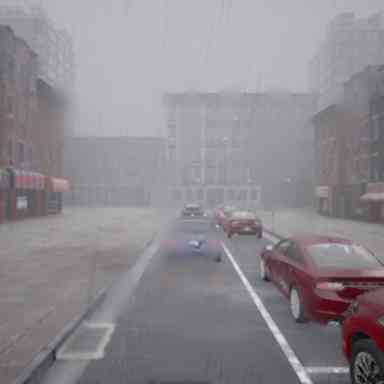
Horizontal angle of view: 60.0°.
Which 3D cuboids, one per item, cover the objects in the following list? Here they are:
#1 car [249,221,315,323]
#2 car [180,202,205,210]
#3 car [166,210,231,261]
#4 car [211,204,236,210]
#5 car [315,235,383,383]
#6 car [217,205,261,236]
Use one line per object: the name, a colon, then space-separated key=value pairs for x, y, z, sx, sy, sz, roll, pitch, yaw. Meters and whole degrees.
car: x=2.636 y=1.580 z=7.097 sx=1.887 sy=1.381 sz=4.507 roll=0 pitch=0 yaw=0
car: x=0.050 y=1.655 z=28.572 sx=1.837 sy=1.490 sz=4.892 roll=0 pitch=0 yaw=0
car: x=0.068 y=1.611 z=12.484 sx=2.033 sy=1.411 sz=5.357 roll=0 pitch=0 yaw=0
car: x=2.617 y=1.563 z=23.608 sx=1.967 sy=1.590 sz=4.097 roll=0 pitch=0 yaw=0
car: x=2.645 y=1.323 z=1.594 sx=2.192 sy=1.841 sz=5.009 roll=0 pitch=0 yaw=0
car: x=2.623 y=1.638 z=18.104 sx=1.887 sy=1.381 sz=4.507 roll=0 pitch=0 yaw=0
